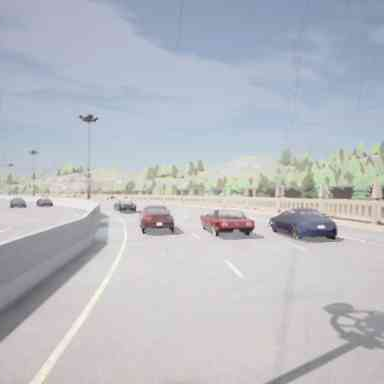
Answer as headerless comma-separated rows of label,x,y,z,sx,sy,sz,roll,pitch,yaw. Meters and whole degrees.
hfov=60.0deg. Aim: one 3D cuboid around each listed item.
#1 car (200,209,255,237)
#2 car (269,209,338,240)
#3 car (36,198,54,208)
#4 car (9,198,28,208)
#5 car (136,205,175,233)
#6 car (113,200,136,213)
car,1.735,1.572,18.047,1.895,1.301,4.718,0,0,-10
car,5.445,1.521,16.793,1.994,1.385,4.181,0,0,-9
car,-22.097,1.577,49.868,2.033,1.411,5.357,0,0,-32
car,-24.992,1.570,47.827,1.812,1.442,4.674,0,0,-32
car,-2.158,1.511,19.625,1.812,1.442,4.674,0,0,-11
car,-7.658,1.587,37.552,1.895,1.301,4.718,0,0,-22
